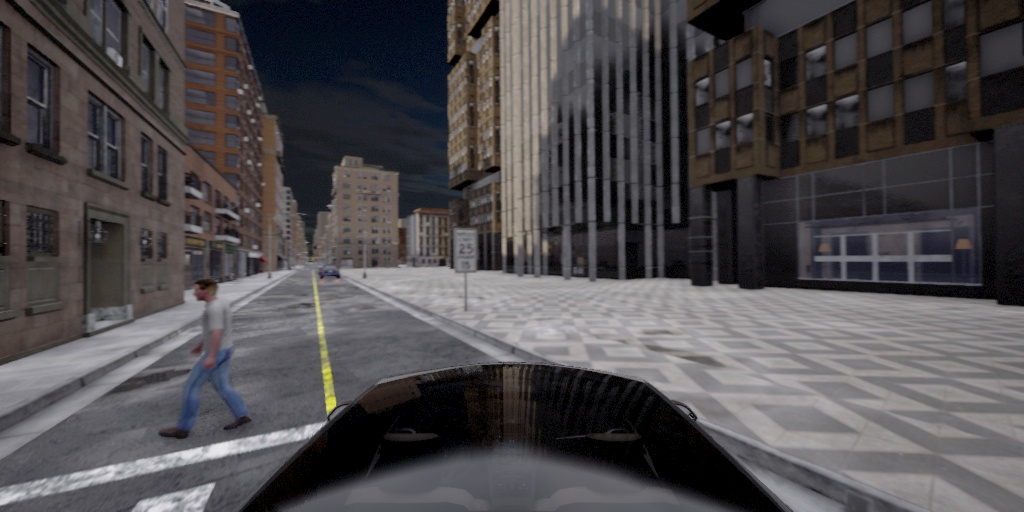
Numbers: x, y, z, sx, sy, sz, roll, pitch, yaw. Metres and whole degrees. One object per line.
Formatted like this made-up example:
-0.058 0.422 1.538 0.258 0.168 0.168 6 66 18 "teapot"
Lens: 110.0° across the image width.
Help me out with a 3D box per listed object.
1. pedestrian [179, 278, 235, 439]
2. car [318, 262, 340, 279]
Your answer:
-3.512 1.109 4.150 0.375 1.860 0.375 0 -1 -29 "pedestrian"
-21.951 1.813 43.143 2.097 1.767 4.553 0 -1 -29 "car"
